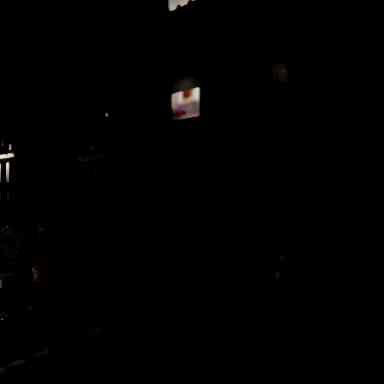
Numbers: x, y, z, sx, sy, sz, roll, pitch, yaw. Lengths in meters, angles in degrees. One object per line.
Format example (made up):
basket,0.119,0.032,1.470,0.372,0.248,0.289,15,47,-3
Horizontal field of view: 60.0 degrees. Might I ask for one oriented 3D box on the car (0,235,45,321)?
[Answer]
car,-4.576,1.429,6.158,4.097,1.590,1.967,0,-1,36
